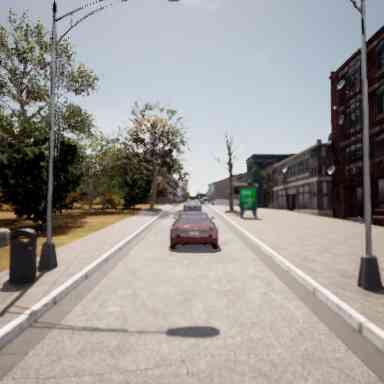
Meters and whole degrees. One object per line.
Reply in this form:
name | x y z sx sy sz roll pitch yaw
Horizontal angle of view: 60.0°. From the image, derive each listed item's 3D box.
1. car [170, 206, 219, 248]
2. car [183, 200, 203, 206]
car | 0.082 1.535 14.693 1.994 1.385 4.181 0 0 0
car | 0.060 1.479 32.690 2.033 1.411 5.357 0 0 0
